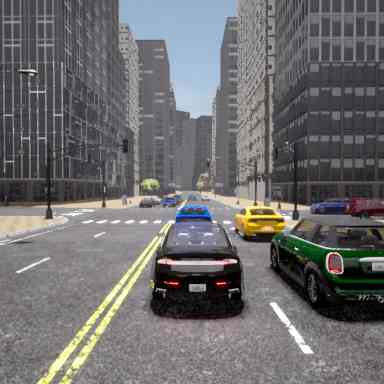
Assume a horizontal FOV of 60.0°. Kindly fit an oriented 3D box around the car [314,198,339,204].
[{"bbox_3d":[14.916,1.451,35.228,4.553,1.767,2.097,1,1,1],"label":"car"}]

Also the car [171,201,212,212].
[{"bbox_3d":[0.119,1.468,17.843,1.882,1.535,5.008,0,0,1],"label":"car"}]

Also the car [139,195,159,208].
[{"bbox_3d":[-6.540,1.513,49.110,2.033,1.411,5.357,0,0,0],"label":"car"}]

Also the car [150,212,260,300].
[{"bbox_3d":[0.105,1.488,8.338,2.128,1.511,4.902,0,0,0],"label":"car"}]

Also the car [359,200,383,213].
[{"bbox_3d":[21.844,1.643,37.706,4.829,1.417,1.752,1,0,1],"label":"car"}]

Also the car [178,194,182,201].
[{"bbox_3d":[-3.272,1.519,58.283,1.994,1.385,4.181,0,0,1],"label":"car"}]

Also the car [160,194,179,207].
[{"bbox_3d":[-3.294,1.491,49.538,1.812,1.442,4.674,0,0,0],"label":"car"}]

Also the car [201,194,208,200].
[{"bbox_3d":[3.334,1.337,90.674,1.895,1.301,4.718,0,0,0],"label":"car"}]

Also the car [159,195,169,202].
[{"bbox_3d":[-6.429,1.482,77.996,1.994,1.385,4.181,0,0,0],"label":"car"}]

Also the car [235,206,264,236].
[{"bbox_3d":[3.364,1.469,17.229,1.882,1.535,5.008,0,0,0],"label":"car"}]

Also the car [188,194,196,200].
[{"bbox_3d":[0.084,1.267,90.647,2.128,1.511,4.902,0,0,0],"label":"car"}]

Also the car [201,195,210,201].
[{"bbox_3d":[3.325,1.513,80.672,1.895,1.301,4.718,0,0,0],"label":"car"}]

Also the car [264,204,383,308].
[{"bbox_3d":[3.357,1.348,8.050,2.097,1.767,4.553,0,0,0],"label":"car"}]

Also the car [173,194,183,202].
[{"bbox_3d":[-3.179,1.286,77.162,2.097,1.767,4.553,0,0,0],"label":"car"}]

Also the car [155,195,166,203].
[{"bbox_3d":[-6.446,1.448,68.018,1.837,1.490,4.892,0,0,0],"label":"car"}]

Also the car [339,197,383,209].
[{"bbox_3d":[16.228,1.519,29.425,5.009,1.841,2.192,1,0,1],"label":"car"}]

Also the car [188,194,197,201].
[{"bbox_3d":[0.075,1.273,80.615,2.097,1.767,4.553,0,0,0],"label":"car"}]
